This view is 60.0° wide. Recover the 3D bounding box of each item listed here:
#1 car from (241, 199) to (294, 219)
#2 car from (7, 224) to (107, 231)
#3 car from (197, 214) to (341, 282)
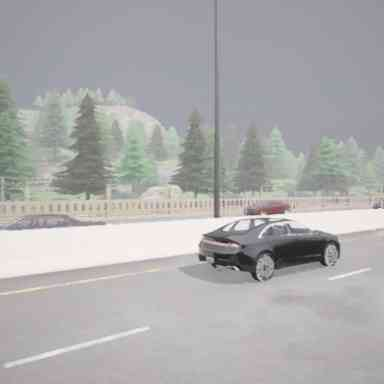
[{"bbox_3d":[6.948,1.485,30.468,5.008,1.535,1.882,0,0,-35],"label":"car"},{"bbox_3d":[-5.895,1.551,12.685,5.357,1.411,2.033,0,0,-36],"label":"car"},{"bbox_3d":[2.429,1.494,9.787,4.902,1.511,2.128,0,0,-36],"label":"car"}]
